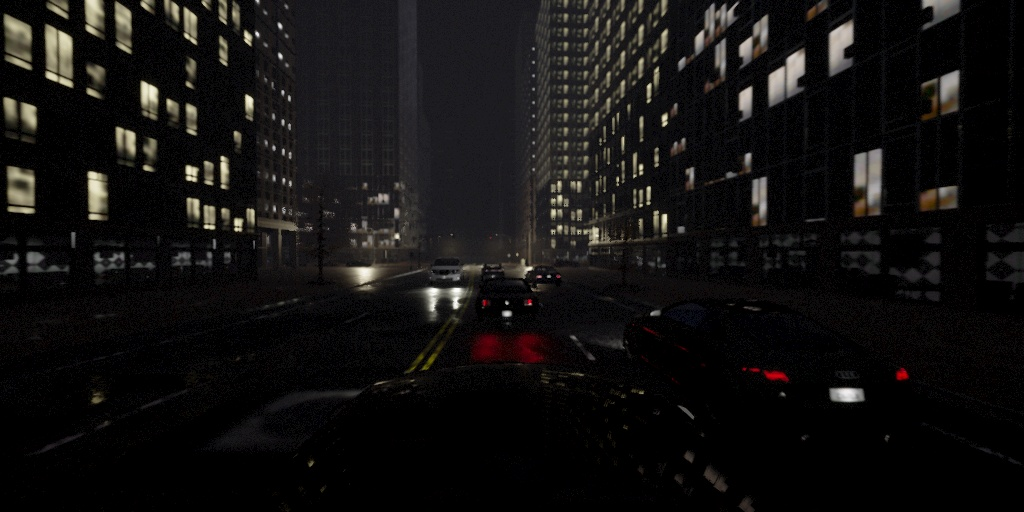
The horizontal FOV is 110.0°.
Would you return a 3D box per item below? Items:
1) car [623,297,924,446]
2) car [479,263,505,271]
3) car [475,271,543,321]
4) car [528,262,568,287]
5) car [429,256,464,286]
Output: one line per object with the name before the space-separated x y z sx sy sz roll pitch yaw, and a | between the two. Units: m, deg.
car | 3.223 1.318 5.493 1.994 1.385 4.181 0 0 -1
car | -1.610 1.319 29.458 2.128 1.511 4.902 0 0 -5
car | -0.242 1.381 12.552 1.895 1.301 4.718 0 0 -3
car | 2.093 1.350 24.970 2.033 1.411 5.357 0 0 -5
car | -4.782 1.053 26.671 2.150 2.045 5.566 0 0 -6
